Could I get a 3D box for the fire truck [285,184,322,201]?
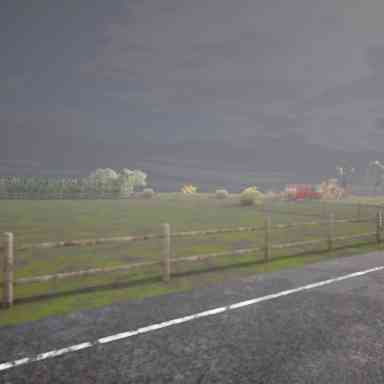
[{"bbox_3d":[25.636,0.037,76.763,2.891,3.827,8.468,2,0,-32],"label":"fire truck"}]
